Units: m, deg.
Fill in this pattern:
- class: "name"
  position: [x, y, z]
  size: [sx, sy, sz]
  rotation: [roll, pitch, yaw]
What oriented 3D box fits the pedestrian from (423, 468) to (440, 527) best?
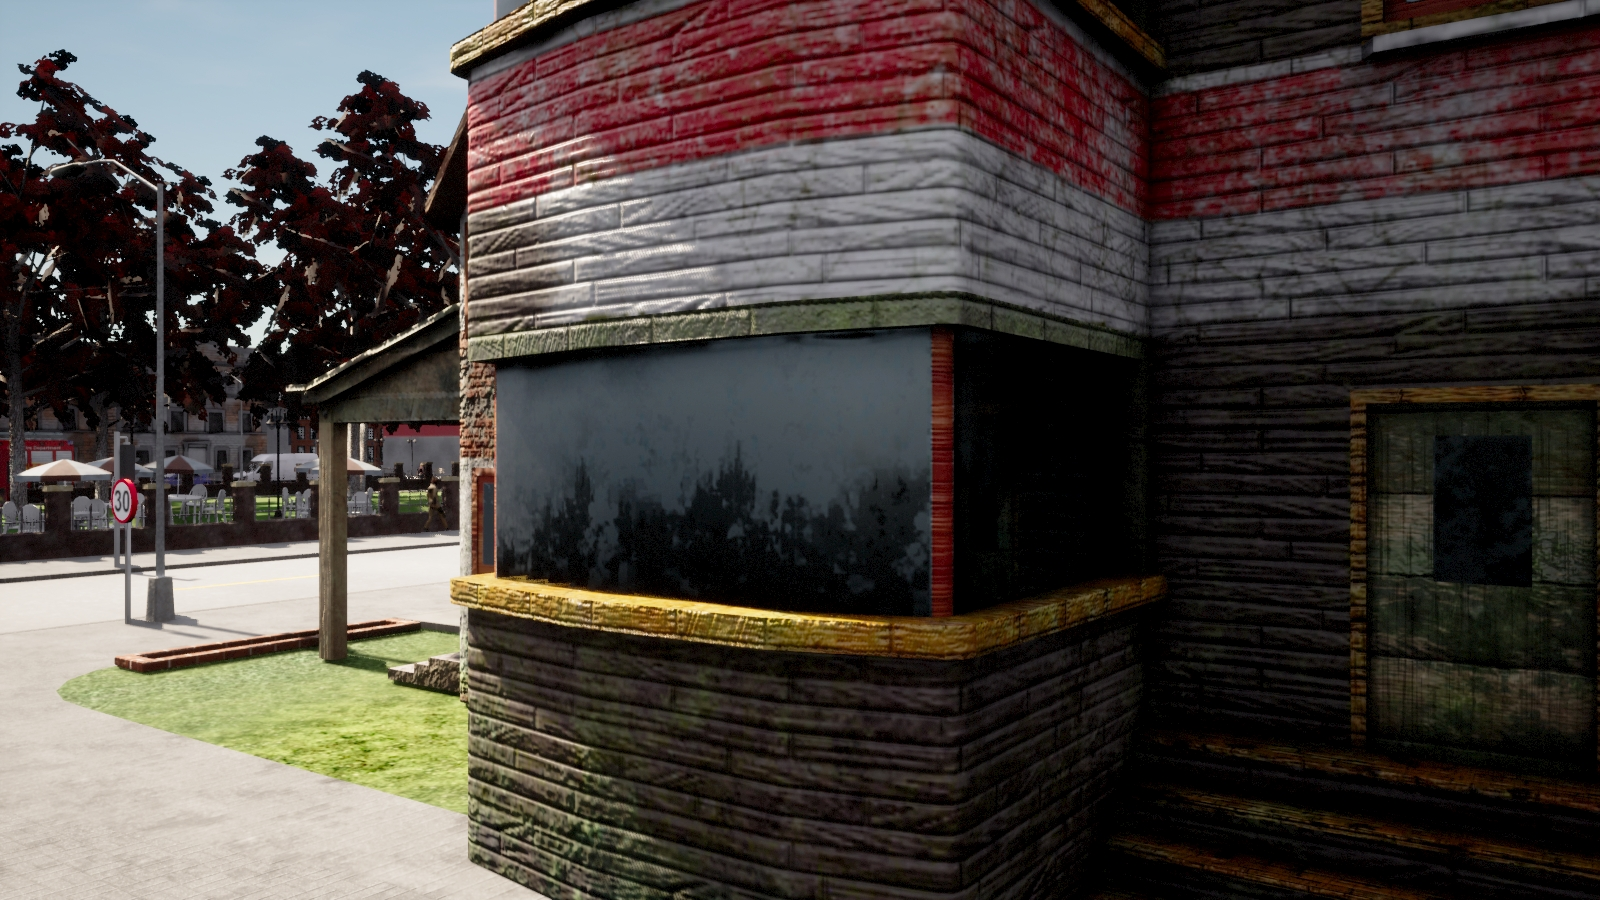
- class: "pedestrian"
  position: [-11.854, 1.525, 36.755]
  size: [0.375, 1.860, 0.375]
  rotation: [0, 0, 35]
